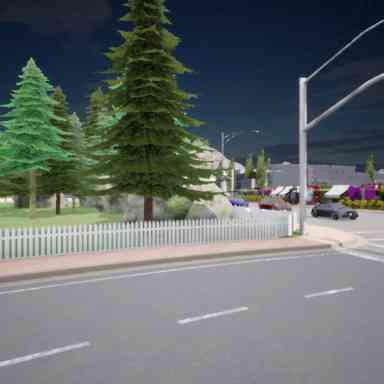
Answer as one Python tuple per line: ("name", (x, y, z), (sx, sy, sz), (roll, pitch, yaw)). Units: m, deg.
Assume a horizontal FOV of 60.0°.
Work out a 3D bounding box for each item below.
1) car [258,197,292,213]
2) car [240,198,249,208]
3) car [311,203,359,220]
("car", (9.337, 1.395, 37.718), (2.097, 1.767, 4.553), (0, 0, -16))
("car", (6.409, 1.519, 47.613), (1.882, 1.535, 5.008), (0, 0, -17))
("car", (12.090, 1.607, 28.427), (1.994, 1.385, 4.181), (0, 0, -16))
